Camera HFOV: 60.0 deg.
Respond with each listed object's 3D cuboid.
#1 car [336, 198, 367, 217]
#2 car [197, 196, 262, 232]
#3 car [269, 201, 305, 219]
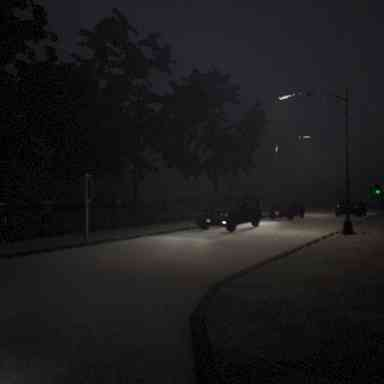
[{"bbox_3d":[15.203,1.333,31.655,2.097,1.767,4.553,-1,0,36],"label":"car"},{"bbox_3d":[2.542,1.279,21.294,2.150,2.045,5.566,-1,0,36],"label":"car"},{"bbox_3d":[8.424,1.526,29.340,2.128,1.511,4.902,-1,0,36],"label":"car"}]
